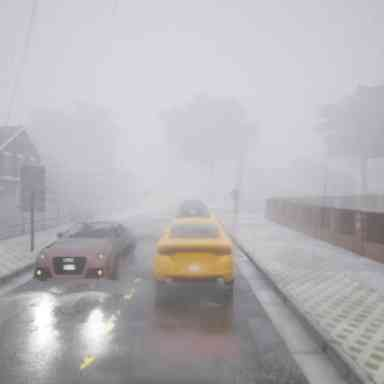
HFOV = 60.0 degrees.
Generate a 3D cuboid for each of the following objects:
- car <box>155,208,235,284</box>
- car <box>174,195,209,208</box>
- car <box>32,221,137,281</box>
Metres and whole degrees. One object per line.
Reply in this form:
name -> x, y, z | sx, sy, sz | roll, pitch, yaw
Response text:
car -> 0.087, 1.463, 9.566 | 1.882, 1.535, 5.008 | 0, 0, 1
car -> 0.095, 1.319, 22.733 | 2.097, 1.767, 4.553 | 0, 0, 0
car -> -2.831, 1.549, 9.674 | 1.994, 1.385, 4.181 | 0, 0, 0
